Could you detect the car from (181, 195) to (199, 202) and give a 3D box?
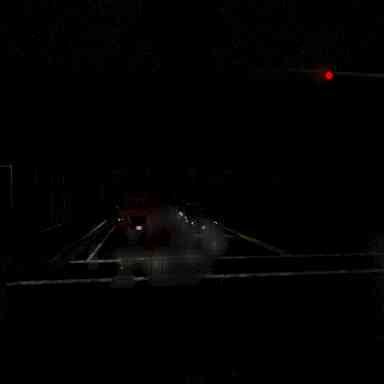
[{"bbox_3d":[0.005,1.602,47.146,2.033,1.411,5.357,0,0,-8],"label":"car"}]

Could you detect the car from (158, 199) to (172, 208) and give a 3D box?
[{"bbox_3d":[-4.277,1.724,51.804,1.895,1.301,4.718,0,0,-9],"label":"car"}]

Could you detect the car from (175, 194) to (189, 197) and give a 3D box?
[{"bbox_3d":[-1.578,1.282,57.402,2.150,2.045,5.566,0,0,-9],"label":"car"}]

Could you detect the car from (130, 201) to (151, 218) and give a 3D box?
[{"bbox_3d":[-4.994,1.644,32.374,1.895,1.301,4.718,0,0,-9],"label":"car"}]

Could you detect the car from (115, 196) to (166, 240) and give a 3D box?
[{"bbox_3d":[-2.778,1.257,17.615,2.150,2.045,5.566,0,0,-9],"label":"car"}]

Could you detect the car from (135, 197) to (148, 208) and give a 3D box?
[{"bbox_3d":[-7.742,1.560,51.314,1.882,1.535,5.008,0,0,-9],"label":"car"}]

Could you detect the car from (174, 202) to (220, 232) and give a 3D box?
[{"bbox_3d":[0.308,1.586,20.621,2.033,1.411,5.357,0,0,-9],"label":"car"}]

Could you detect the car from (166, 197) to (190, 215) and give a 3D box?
[{"bbox_3d":[-1.732,1.572,34.289,1.812,1.442,4.674,0,0,-9],"label":"car"}]
